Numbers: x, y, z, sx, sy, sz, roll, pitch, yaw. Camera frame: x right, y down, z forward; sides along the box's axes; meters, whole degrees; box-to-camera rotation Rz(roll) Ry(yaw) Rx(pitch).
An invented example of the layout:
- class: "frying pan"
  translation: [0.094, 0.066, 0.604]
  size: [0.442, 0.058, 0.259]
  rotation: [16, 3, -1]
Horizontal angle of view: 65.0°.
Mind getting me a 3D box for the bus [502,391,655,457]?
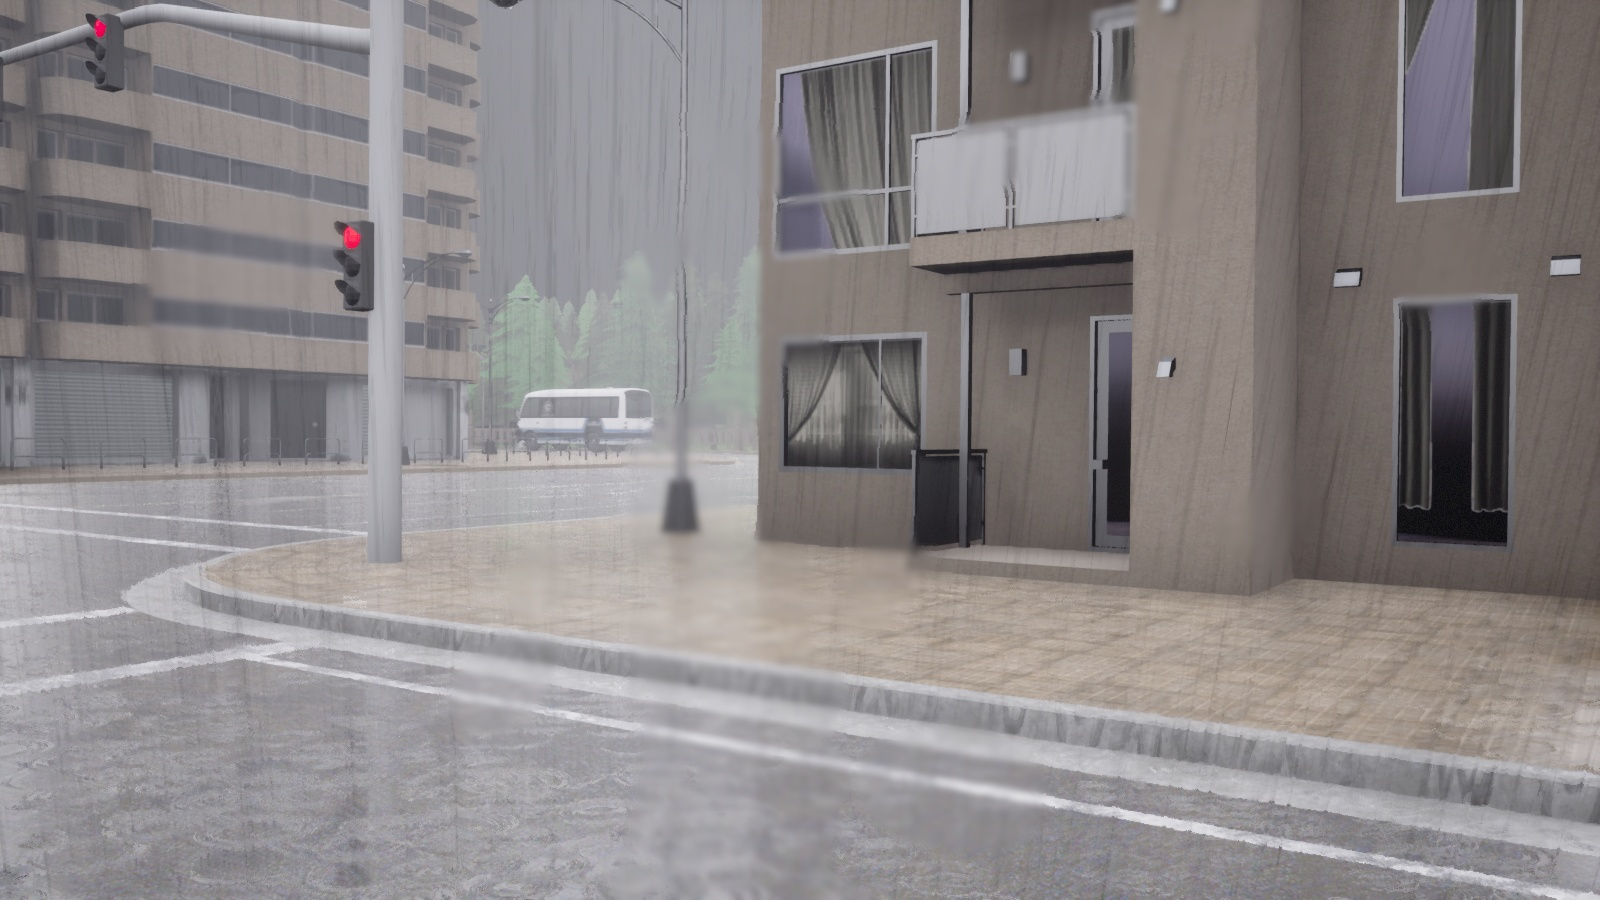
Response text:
- class: "bus"
  translation: [-15.160, -1.730, 85.450]
  size: [10.273, 4.253, 3.944]
  rotation: [0, 1, 33]
